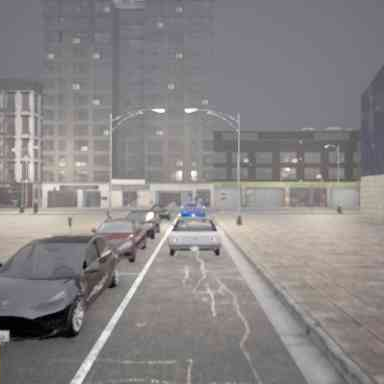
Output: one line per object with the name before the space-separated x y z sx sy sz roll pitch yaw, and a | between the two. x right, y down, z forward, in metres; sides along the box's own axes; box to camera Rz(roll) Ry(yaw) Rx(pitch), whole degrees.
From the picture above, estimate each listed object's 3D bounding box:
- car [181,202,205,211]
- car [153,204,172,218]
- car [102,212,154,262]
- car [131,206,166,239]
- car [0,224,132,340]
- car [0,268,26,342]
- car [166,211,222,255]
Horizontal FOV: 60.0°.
car | 0.087 1.575 27.323 1.882 1.535 5.008 0 0 0
car | -2.642 1.667 28.500 1.947 1.339 4.313 0 0 0
car | -2.641 1.626 12.143 1.802 1.307 4.206 0 0 0
car | -2.641 1.629 17.595 1.947 1.339 4.313 0 0 0
car | -2.640 1.590 6.692 1.947 1.339 4.313 0 0 0
car | -2.640 1.530 1.069 1.752 1.417 4.829 0 0 0
car | 0.100 1.649 13.441 1.895 1.301 4.718 0 0 0
